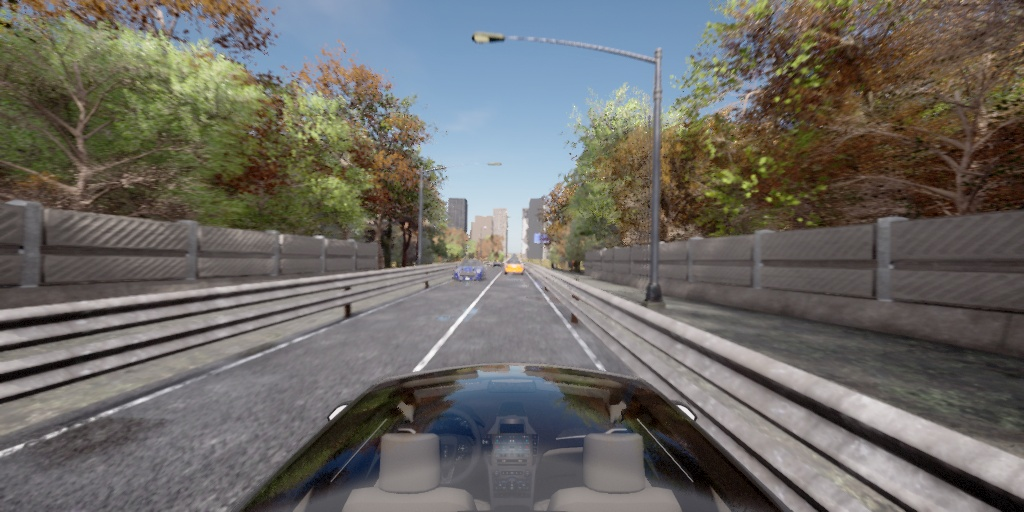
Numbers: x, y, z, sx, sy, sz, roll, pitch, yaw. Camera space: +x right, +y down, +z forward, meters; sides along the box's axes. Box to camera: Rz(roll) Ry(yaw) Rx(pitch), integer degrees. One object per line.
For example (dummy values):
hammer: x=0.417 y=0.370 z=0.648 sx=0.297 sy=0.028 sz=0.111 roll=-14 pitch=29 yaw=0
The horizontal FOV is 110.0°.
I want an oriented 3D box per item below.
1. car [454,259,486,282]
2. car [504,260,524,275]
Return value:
car: x=-3.189 y=1.063 z=28.152 sx=2.097 sy=1.767 sz=4.553 roll=1 pitch=0 yaw=1
car: x=0.228 y=1.193 z=40.734 sx=2.097 sy=1.767 sz=4.553 roll=1 pitch=0 yaw=0
